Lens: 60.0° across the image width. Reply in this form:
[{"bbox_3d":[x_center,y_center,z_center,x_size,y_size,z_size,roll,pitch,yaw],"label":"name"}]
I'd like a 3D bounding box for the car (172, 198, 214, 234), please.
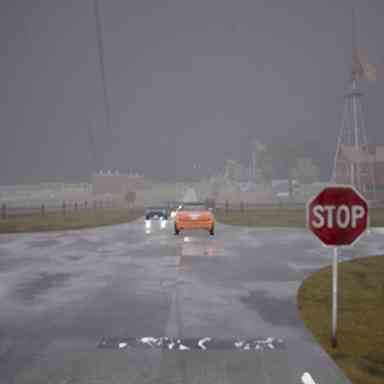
[{"bbox_3d":[0.126,1.365,19.397,2.097,1.767,4.553,0,0,0],"label":"car"}]

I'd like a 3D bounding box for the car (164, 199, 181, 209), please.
[{"bbox_3d":[-2.771,1.699,48.417,2.033,1.411,5.357,0,0,0],"label":"car"}]

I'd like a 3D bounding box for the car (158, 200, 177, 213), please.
[{"bbox_3d":[-2.789,1.645,38.593,1.994,1.385,4.181,0,0,0],"label":"car"}]

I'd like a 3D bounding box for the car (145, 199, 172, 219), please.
[{"bbox_3d":[-2.846,1.585,29.298,2.033,1.411,5.357,0,0,1],"label":"car"}]

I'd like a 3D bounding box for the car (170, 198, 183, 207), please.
[{"bbox_3d":[-2.714,1.812,58.396,1.994,1.385,4.181,0,-1,0],"label":"car"}]
